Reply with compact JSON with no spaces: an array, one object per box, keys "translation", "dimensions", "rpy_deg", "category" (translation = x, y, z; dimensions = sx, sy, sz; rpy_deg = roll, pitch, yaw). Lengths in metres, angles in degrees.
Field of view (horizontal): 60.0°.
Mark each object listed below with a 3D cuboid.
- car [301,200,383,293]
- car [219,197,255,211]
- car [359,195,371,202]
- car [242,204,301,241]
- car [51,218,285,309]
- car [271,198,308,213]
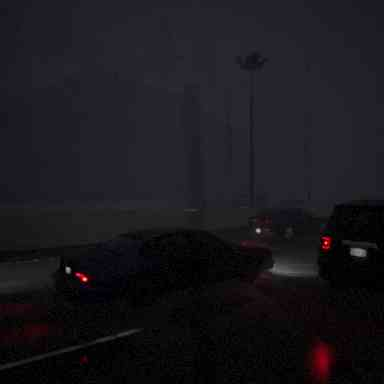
[{"translation":[5.196,1.204,7.824],"dimensions":[5.566,2.045,2.150],"rpy_deg":[0,0,-38],"category":"car"},{"translation":[5.646,1.474,41.402],"dimensions":[1.837,1.490,4.892],"rpy_deg":[0,0,44],"category":"car"},{"translation":[36.224,1.323,69.611],"dimensions":[1.895,1.301,4.718],"rpy_deg":[0,0,31],"category":"car"},{"translation":[4.870,1.485,16.609],"dimensions":[4.892,1.490,1.837],"rpy_deg":[0,0,-40],"category":"car"},{"translation":[-0.387,1.547,7.908],"dimensions":[5.357,1.411,2.033],"rpy_deg":[0,0,-37],"category":"car"},{"translation":[10.836,1.460,36.709],"dimensions":[1.837,1.490,4.892],"rpy_deg":[0,0,44],"category":"car"}]
